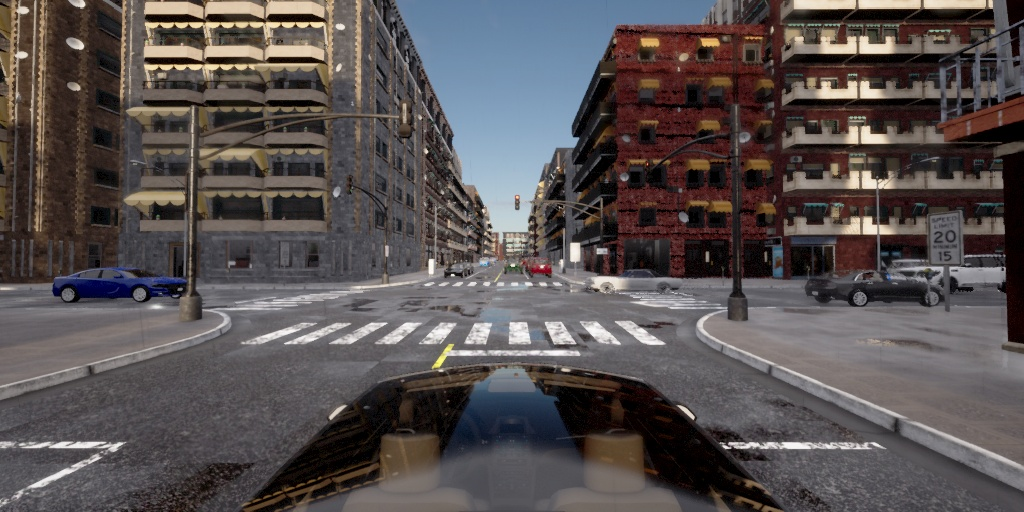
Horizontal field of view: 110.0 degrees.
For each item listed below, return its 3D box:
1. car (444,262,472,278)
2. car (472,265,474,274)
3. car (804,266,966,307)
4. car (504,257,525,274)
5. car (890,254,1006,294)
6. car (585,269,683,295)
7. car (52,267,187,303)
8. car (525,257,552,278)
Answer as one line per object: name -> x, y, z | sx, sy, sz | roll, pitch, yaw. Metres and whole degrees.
car -> -5.255, 1.328, 33.966 | 1.948, 1.339, 4.313 | 0, 0, 0
car -> -5.245, 1.331, 39.528 | 1.948, 1.339, 4.313 | 0, 0, 0
car -> 13.767, 1.185, 13.683 | 4.403, 1.370, 2.007 | 0, 0, 0
car -> 0.176, 1.120, 42.288 | 2.097, 1.767, 4.553 | 0, 0, 0
car -> 23.660, 0.947, 19.075 | 5.566, 2.045, 2.150 | 0, -1, 0
car -> 6.351, 1.369, 19.144 | 4.718, 1.301, 1.895 | 0, -1, 0
car -> -17.587, 1.254, 16.304 | 5.008, 1.535, 1.882 | 0, -1, 0
car -> 2.626, 1.077, 33.997 | 2.192, 1.841, 5.009 | 0, 0, 0
